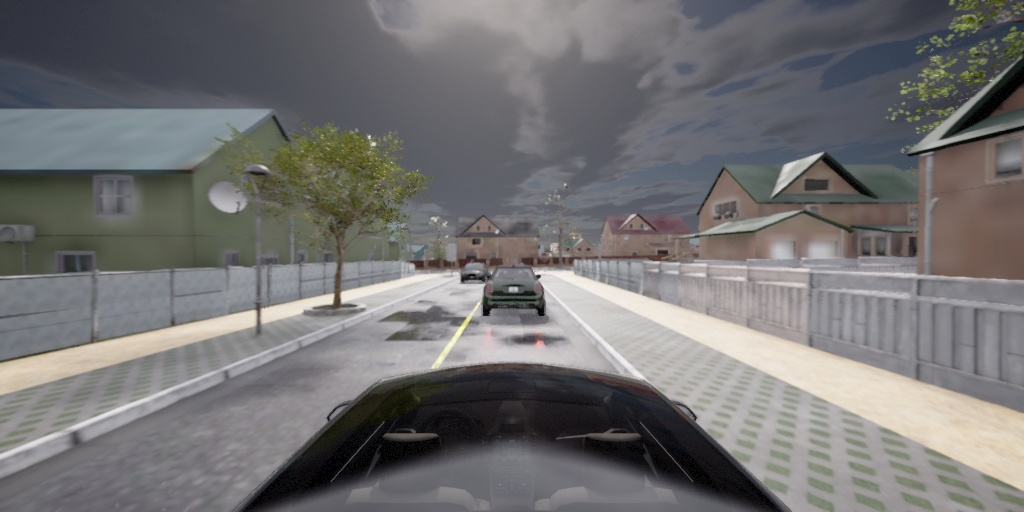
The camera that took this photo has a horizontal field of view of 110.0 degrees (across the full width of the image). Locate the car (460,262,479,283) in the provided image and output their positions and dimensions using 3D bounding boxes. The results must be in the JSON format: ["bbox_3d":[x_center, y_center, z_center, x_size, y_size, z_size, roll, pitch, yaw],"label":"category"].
[{"bbox_3d":[-2.812,1.248,27.539,1.837,1.490,4.892,0,-1,0],"label":"car"}]

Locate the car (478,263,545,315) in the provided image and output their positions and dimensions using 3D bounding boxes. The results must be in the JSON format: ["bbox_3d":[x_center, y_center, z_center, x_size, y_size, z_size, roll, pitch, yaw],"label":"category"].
[{"bbox_3d":[0.068,1.091,13.649,2.097,1.767,4.553,0,0,0],"label":"car"}]
